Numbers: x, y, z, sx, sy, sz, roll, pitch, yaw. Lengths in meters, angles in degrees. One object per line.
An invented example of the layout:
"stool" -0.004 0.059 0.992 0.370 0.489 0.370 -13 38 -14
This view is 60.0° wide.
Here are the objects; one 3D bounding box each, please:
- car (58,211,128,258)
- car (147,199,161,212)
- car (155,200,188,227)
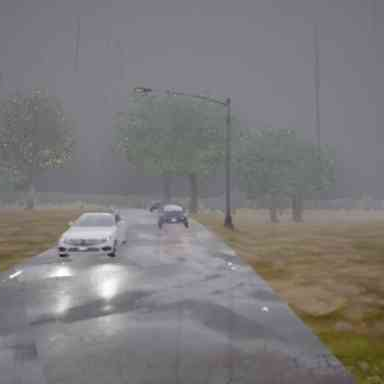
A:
"car" -3.572 1.488 12.734 1.812 1.442 4.674 0 0 -4
"car" -4.186 1.638 39.710 1.837 1.490 4.892 0 -1 -12
"car" -1.325 1.466 21.916 1.812 1.442 4.674 0 0 -6
